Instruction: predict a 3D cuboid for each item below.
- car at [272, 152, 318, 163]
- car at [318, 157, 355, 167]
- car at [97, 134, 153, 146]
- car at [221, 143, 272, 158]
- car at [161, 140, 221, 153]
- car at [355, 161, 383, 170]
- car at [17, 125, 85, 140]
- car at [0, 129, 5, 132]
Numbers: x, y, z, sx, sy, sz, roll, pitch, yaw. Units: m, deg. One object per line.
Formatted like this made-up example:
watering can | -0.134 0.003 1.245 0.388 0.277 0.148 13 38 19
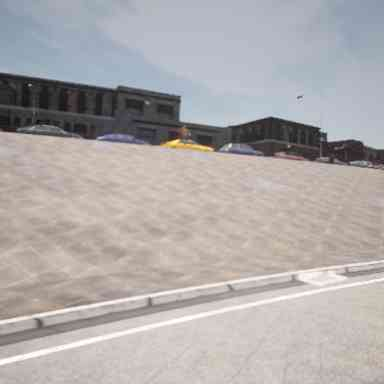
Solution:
car | 9.965 -3.245 33.902 4.792 1.488 2.163 3 -1 -24
car | 14.964 -2.989 36.228 4.674 1.452 2.002 3 -1 -25
car | -5.531 -3.981 27.461 4.674 1.452 2.002 3 -1 -20
car | 4.738 -3.655 31.589 4.553 1.767 2.185 3 -1 -22
car | -0.365 -3.775 29.474 5.008 1.535 2.097 3 -1 -21
car | 19.825 -2.785 38.620 4.892 1.521 2.231 3 -1 -26
car | -10.737 -4.261 25.560 4.892 1.521 2.231 2 -1 -19
car | -15.952 -4.482 23.766 4.892 1.521 2.231 2 -1 -19
